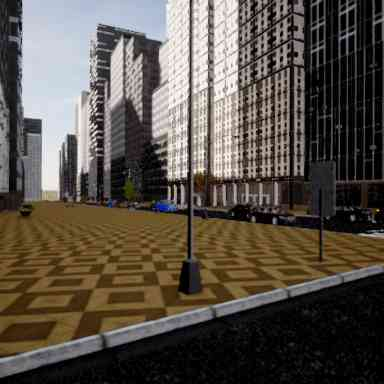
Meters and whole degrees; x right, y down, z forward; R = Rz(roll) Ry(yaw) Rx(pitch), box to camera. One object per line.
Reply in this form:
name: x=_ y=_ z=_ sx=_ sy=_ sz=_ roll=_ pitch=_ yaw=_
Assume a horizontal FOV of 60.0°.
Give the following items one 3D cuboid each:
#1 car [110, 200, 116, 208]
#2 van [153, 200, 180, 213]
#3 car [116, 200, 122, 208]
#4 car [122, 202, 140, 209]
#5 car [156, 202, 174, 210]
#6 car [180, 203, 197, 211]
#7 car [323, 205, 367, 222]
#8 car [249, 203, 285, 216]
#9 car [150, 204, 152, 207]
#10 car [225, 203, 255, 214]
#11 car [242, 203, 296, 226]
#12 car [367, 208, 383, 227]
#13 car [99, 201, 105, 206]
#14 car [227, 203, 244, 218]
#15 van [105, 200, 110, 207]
car: x=-15.748 y=2.732 z=71.581 sx=1.887 sy=1.381 sz=4.507 roll=-1 pitch=-1 yaw=-26
van: x=-3.557 y=2.006 z=46.244 sx=1.690 sy=1.788 sz=3.998 roll=-1 pitch=-1 yaw=-26
car: x=-13.236 y=2.603 z=66.360 sx=1.752 sy=1.417 sz=4.829 roll=-1 pitch=-1 yaw=-26
car: x=-10.870 y=2.526 z=61.445 sx=2.008 sy=1.369 sz=4.403 roll=-1 pitch=-1 yaw=-26
car: x=-5.141 y=2.541 z=62.688 sx=1.994 sy=1.385 sz=4.181 roll=0 pitch=-1 yaw=-26
car: x=-1.074 y=2.407 z=54.355 sx=1.895 sy=1.301 sz=4.718 roll=0 pitch=-1 yaw=-25
car: x=13.754 y=1.854 z=29.603 sx=2.008 sy=1.369 sz=4.403 roll=-1 pitch=-1 yaw=-26
car: x=8.876 y=2.068 z=39.739 sx=1.947 sy=1.339 sz=4.313 roll=-1 pitch=-1 yaw=-26
car: x=-8.196 y=2.809 z=75.214 sx=1.802 sy=1.307 sz=4.206 roll=-1 pitch=-1 yaw=-26
car: x=6.437 y=2.169 z=44.807 sx=1.947 sy=1.339 sz=4.313 roll=-1 pitch=-1 yaw=-26
car: x=6.203 y=1.814 z=25.969 sx=2.008 sy=1.369 sz=4.403 roll=-1 pitch=-1 yaw=-26
car: x=14.795 y=1.375 z=21.660 sx=2.150 sy=2.045 sz=5.566 roll=1 pitch=-2 yaw=-22
car: x=-23.064 y=3.054 z=86.783 sx=1.887 sy=1.381 sz=4.507 roll=-1 pitch=-1 yaw=-26
car: x=5.562 y=1.902 z=33.302 sx=1.837 sy=1.490 sz=4.892 roll=0 pitch=-1 yaw=-26
van: x=-18.190 y=2.635 z=76.650 sx=1.690 sy=1.788 sz=3.998 roll=-1 pitch=-1 yaw=-26
